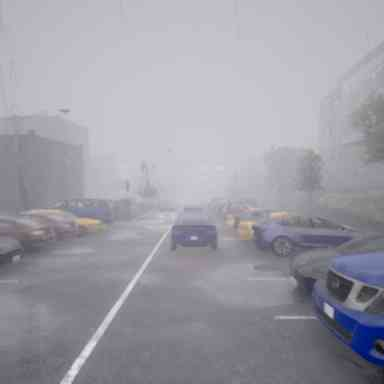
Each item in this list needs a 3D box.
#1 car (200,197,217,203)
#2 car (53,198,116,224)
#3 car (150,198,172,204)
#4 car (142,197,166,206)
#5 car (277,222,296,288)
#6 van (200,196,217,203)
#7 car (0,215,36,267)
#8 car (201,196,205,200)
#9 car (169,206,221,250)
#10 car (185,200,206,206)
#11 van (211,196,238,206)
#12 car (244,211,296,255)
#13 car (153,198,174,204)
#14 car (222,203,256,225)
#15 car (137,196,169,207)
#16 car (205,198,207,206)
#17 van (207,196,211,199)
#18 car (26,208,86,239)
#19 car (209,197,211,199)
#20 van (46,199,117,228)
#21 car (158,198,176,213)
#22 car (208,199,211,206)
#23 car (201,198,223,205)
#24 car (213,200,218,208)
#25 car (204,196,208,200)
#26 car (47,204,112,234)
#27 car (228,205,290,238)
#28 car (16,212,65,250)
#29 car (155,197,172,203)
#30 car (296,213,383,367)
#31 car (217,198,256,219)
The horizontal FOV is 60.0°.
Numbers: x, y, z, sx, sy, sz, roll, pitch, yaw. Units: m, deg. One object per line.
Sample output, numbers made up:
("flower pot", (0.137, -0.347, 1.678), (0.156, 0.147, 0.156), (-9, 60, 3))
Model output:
("car", (4.622, 2.340, 93.937), (4.892, 1.521, 2.231), (0, 1, 0))
("car", (-7.713, 1.417, 21.015), (5.566, 2.045, 2.435), (0, -1, 0))
("car", (-7.884, 2.281, 84.808), (5.366, 1.575, 1.946), (0, -1, 0))
("car", (-7.664, 1.987, 67.056), (4.553, 1.767, 2.185), (0, -1, 0))
("car", (4.619, 1.566, 7.325), (4.792, 1.488, 2.163), (0, -1, 0))
("van", (4.512, 2.114, 91.129), (4.442, 1.987, 1.878), (0, 0, 0))
("car", (-7.653, 1.592, 9.975), (4.792, 1.488, 2.163), (0, -1, 0))
("car", (4.665, 1.743, 54.818), (5.566, 2.045, 2.435), (0, -1, 0))
("car", (0.084, 1.609, 15.125), (1.882, 1.535, 5.008), (0, 0, 0))
("car", (0.084, 1.765, 31.295), (1.882, 1.535, 5.008), (0, -1, 0))
("van", (4.525, 1.580, 35.262), (4.442, 1.987, 1.878), (0, -1, 0))
("car", (4.676, 1.620, 12.912), (4.792, 1.488, 2.163), (0, -1, 0))
("car", (-7.515, 2.310, 87.748), (5.366, 1.575, 1.946), (0, -1, 0))
("car", (4.830, 1.668, 21.293), (5.366, 1.575, 1.946), (0, -1, 0))
("car", (-7.723, 1.835, 64.245), (5.566, 2.045, 2.435), (0, -1, 0))
("car", (4.667, 1.970, 49.229), (4.792, 1.488, 2.163), (0, -1, 0))
("van", (4.756, 1.688, 46.436), (4.442, 1.987, 1.878), (0, -1, 0))
("car", (-7.681, 1.655, 15.431), (4.674, 1.452, 2.002), (0, -1, 0))
("car", (4.671, 1.734, 40.849), (4.553, 1.767, 2.185), (0, -1, 0))
("van", (-7.802, 1.470, 23.806), (4.442, 1.987, 1.878), (0, -1, 0))
("car", (-3.098, 1.909, 43.317), (1.837, 1.490, 4.892), (0, -1, 0))
("car", (4.636, 1.834, 38.178), (5.008, 1.535, 2.097), (0, -1, 0))
("car", (4.626, 2.210, 77.163), (5.008, 1.535, 2.097), (0, -1, 0))
("car", (4.637, 1.753, 29.673), (4.892, 1.521, 2.231), (0, -1, 0))
("car", (4.607, 1.842, 52.022), (4.553, 1.767, 2.185), (0, -1, 0))
("car", (-7.499, 1.640, 18.347), (5.366, 1.575, 1.946), (0, -1, 0))
("car", (4.674, 1.674, 18.500), (4.792, 1.488, 2.163), (0, -1, 0))
("car", (-7.680, 1.629, 12.764), (4.674, 1.452, 2.002), (0, -1, 0))
("car", (-7.670, 2.211, 90.691), (4.553, 1.767, 2.185), (0, 0, 0))
("car", (4.621, 1.258, 4.534), (5.566, 2.045, 2.435), (0, -1, 0))
("car", (4.612, 1.599, 26.882), (4.553, 1.767, 2.185), (0, -1, 0))
